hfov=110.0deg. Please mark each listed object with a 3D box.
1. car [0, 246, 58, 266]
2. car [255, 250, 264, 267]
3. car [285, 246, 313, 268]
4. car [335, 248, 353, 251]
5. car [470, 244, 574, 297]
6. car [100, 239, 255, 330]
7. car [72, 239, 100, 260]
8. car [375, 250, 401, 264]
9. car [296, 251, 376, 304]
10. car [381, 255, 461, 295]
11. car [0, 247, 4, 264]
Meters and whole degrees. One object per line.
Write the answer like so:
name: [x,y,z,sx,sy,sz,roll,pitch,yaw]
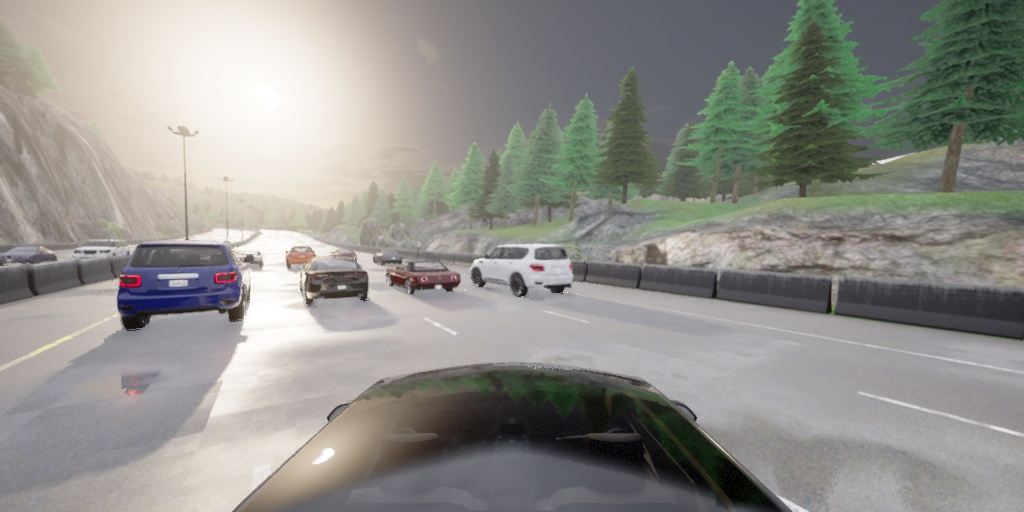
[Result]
car: [-37.245,-0.030,27.620,1.812,1.442,4.674,-1,2,-33]
car: [-21.231,0.172,29.001,1.895,1.301,4.718,-1,2,-33]
car: [-17.359,-0.051,29.481,2.097,1.767,4.553,-1,2,-33]
car: [-15.399,0.027,32.870,1.812,1.442,4.674,-1,2,-33]
car: [0.236,0.494,15.513,2.150,2.045,5.566,-1,2,-33]
car: [-8.710,0.588,9.989,2.150,2.045,5.566,-1,2,-34]
car: [-35.209,-0.421,30.915,2.150,2.045,5.566,-1,2,-33]
car: [-11.620,0.084,33.497,1.994,1.385,4.181,-1,2,-33]
car: [-6.715,0.750,13.345,1.882,1.535,5.008,-1,2,-33]
car: [-4.047,0.822,15.658,1.895,1.301,4.718,-1,2,-33]
car: [-40.718,0.046,26.551,1.895,1.301,4.718,-1,2,-33]
